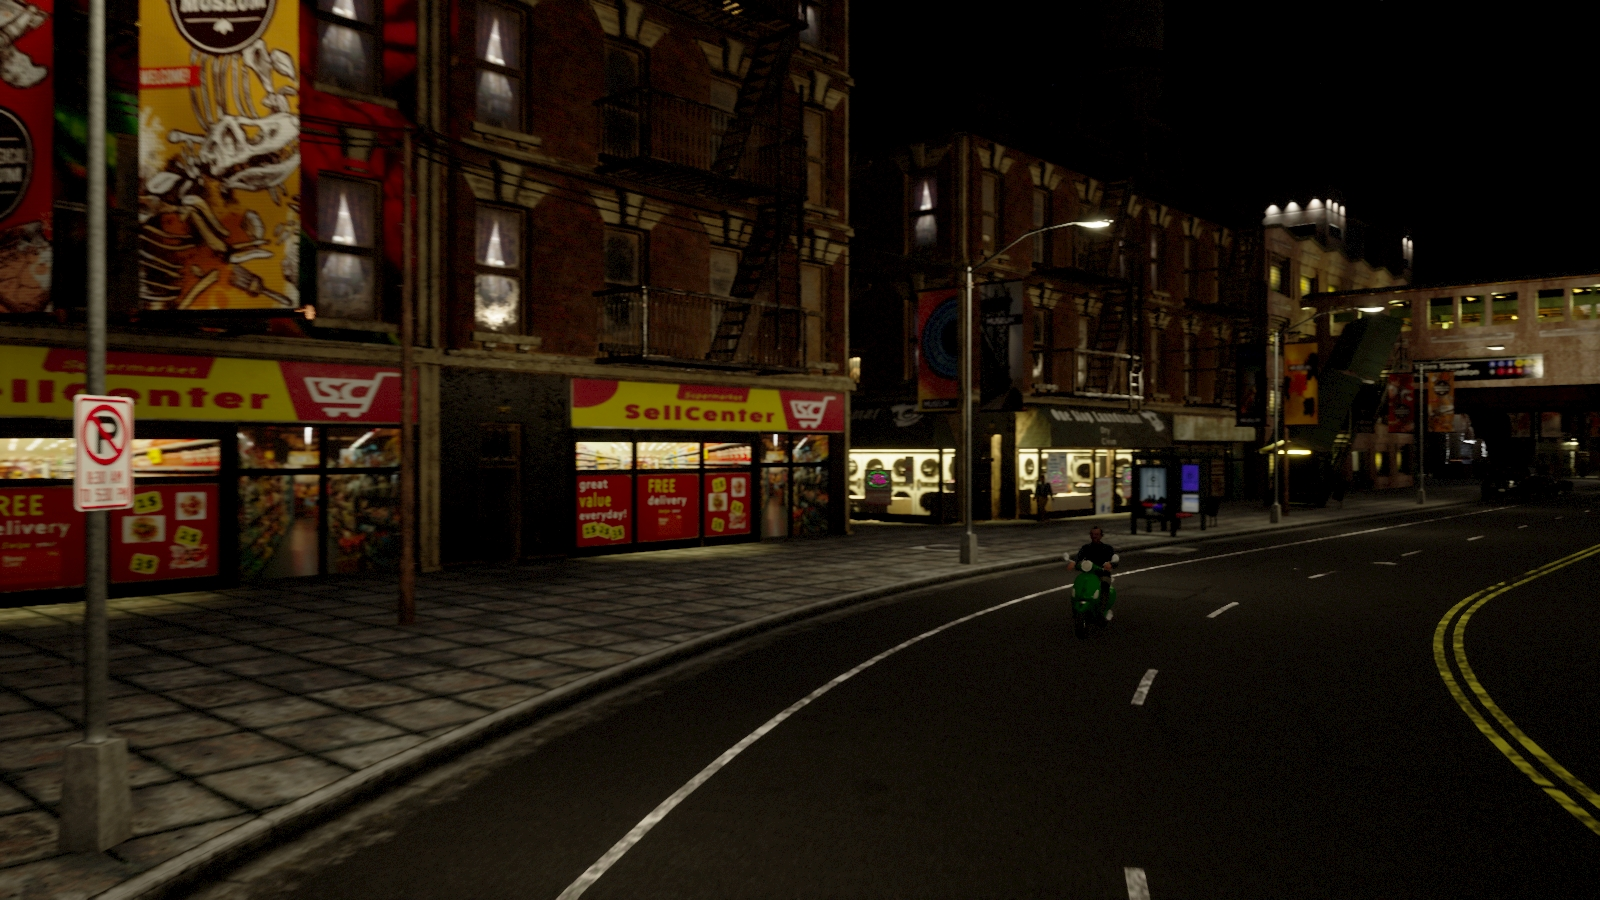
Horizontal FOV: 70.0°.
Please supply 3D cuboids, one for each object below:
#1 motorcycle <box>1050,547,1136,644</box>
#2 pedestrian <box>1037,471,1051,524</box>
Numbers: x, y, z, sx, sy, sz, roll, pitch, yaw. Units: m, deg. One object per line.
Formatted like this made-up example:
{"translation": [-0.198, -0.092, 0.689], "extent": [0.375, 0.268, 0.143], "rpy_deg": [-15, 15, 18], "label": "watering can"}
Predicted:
{"translation": [4.503, 2.185, 17.497], "extent": [0.856, 1.236, 1.805], "rpy_deg": [0, 0, 29], "label": "motorcycle"}
{"translation": [8.786, 1.702, 41.090], "extent": [0.375, 1.860, 0.375], "rpy_deg": [0, 0, 39], "label": "pedestrian"}
